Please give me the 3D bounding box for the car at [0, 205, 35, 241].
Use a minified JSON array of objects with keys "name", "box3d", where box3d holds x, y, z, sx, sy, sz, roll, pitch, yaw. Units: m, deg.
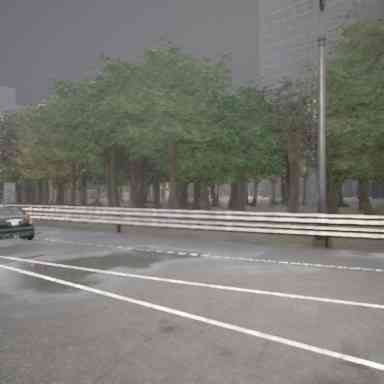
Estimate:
[{"name":"car","box3d":[-9.373,1.361,15.317,4.553,1.767,2.097,0,0,31]}]
